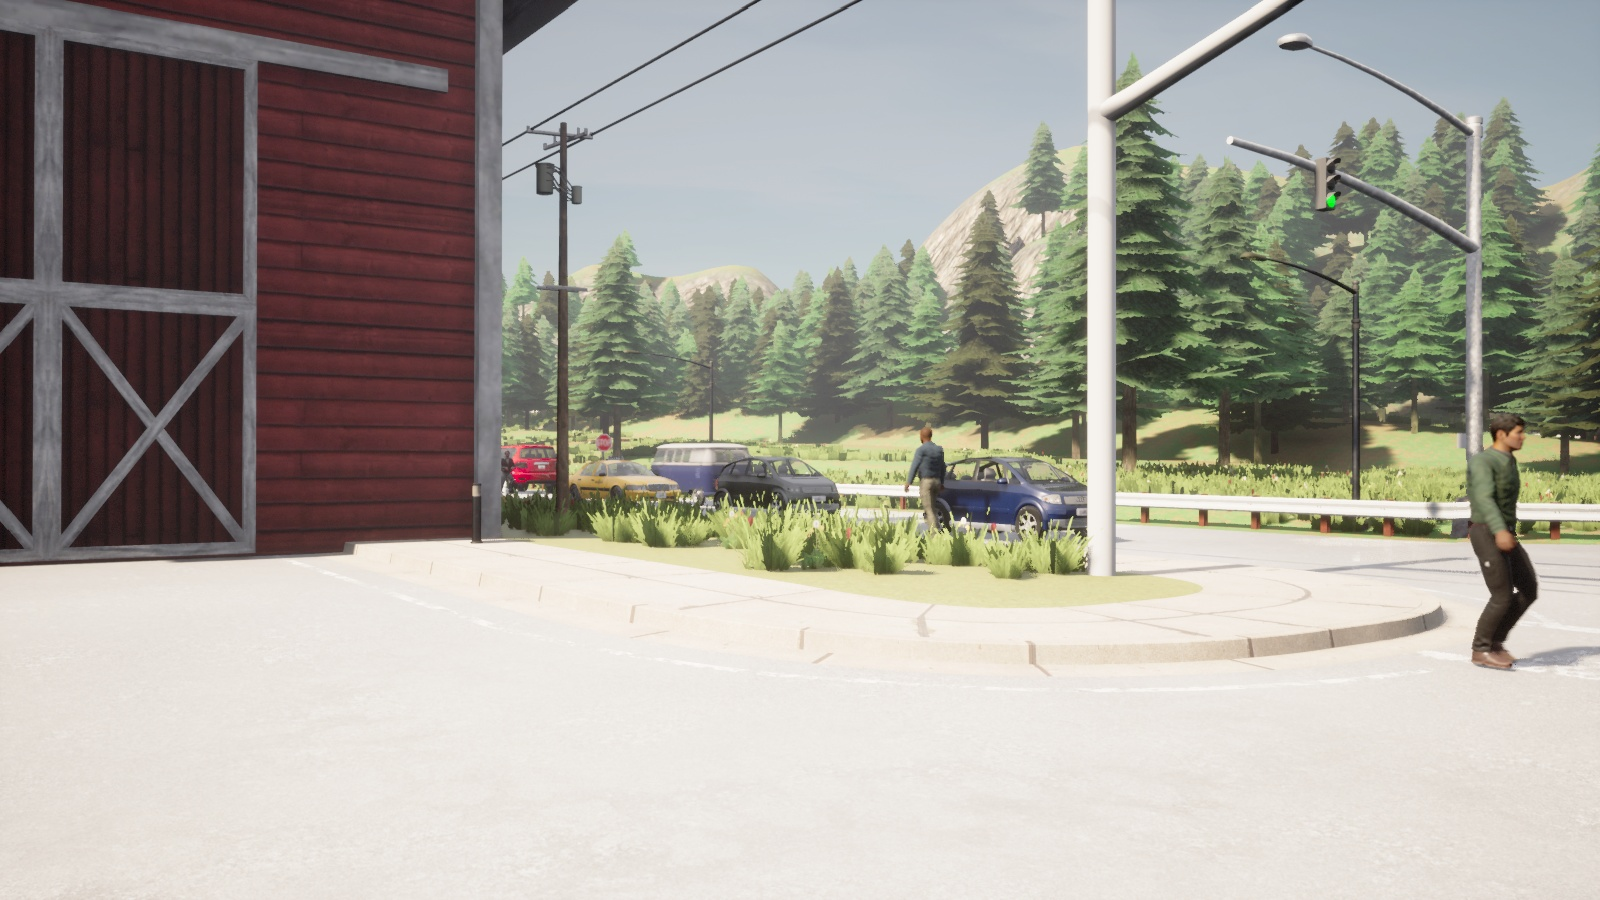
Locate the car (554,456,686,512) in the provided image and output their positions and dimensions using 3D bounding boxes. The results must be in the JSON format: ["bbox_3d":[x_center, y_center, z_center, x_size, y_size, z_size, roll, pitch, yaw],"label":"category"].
[{"bbox_3d":[-5.532,0.964,37.921,1.801,1.575,5.366,0,0,-34],"label":"car"}]

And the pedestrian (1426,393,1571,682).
[{"bbox_3d":[4.957,0.594,8.928,0.423,1.949,0.788,0,0,-38],"label":"pedestrian"}]

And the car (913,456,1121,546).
[{"bbox_3d":[4.009,0.891,23.679,1.789,1.549,3.705,0,0,-34],"label":"car"}]

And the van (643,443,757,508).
[{"bbox_3d":[-3.317,0.790,40.908,1.775,1.987,4.442,0,0,-34],"label":"van"}]

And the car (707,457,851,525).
[{"bbox_3d":[-0.570,0.945,30.515,1.789,1.549,3.705,0,0,-34],"label":"car"}]

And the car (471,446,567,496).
[{"bbox_3d":[-12.153,0.861,54.106,2.150,2.045,5.566,0,0,-34],"label":"car"}]

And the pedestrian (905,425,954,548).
[{"bbox_3d":[1.977,0.545,19.207,0.370,1.835,0.726,0,0,-30],"label":"pedestrian"}]
